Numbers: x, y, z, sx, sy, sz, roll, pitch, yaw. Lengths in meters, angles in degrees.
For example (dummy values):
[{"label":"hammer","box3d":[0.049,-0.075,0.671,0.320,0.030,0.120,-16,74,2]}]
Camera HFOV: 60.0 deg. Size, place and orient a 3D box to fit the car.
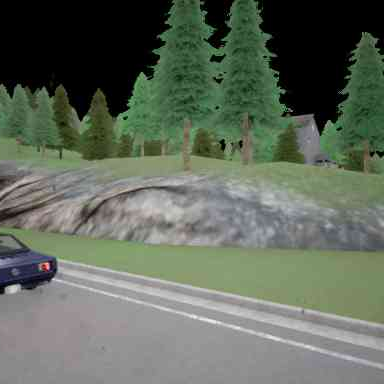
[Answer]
[{"label":"car","box3d":[-5.281,1.601,7.762,4.718,1.301,1.895,0,0,36]}]
